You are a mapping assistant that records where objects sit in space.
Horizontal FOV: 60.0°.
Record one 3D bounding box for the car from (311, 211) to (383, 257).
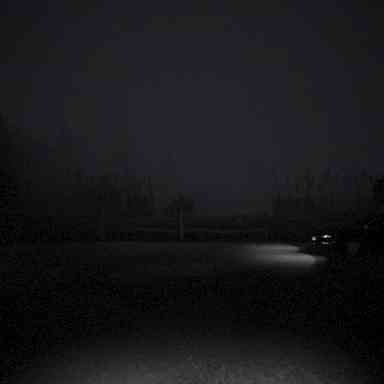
[{"bbox_3d":[6.893,1.464,12.111,4.892,1.490,1.837,0,0,1],"label":"car"}]
